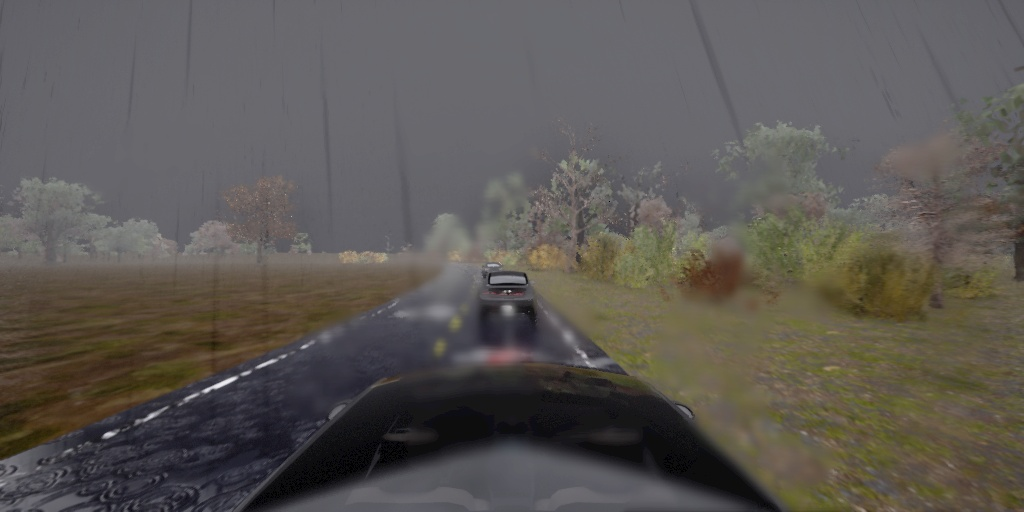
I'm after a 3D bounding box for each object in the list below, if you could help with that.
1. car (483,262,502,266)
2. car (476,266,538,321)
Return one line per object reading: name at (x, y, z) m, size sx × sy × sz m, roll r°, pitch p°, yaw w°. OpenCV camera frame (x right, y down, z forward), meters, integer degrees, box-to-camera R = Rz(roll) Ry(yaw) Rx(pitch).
car at (-1.795, 1.287, 33.406) m, size 1.812 × 1.442 × 4.674 m, roll 0°, pitch 0°, yaw -6°
car at (-0.186, 1.259, 12.556) m, size 1.837 × 1.490 × 4.892 m, roll 0°, pitch 0°, yaw -2°
